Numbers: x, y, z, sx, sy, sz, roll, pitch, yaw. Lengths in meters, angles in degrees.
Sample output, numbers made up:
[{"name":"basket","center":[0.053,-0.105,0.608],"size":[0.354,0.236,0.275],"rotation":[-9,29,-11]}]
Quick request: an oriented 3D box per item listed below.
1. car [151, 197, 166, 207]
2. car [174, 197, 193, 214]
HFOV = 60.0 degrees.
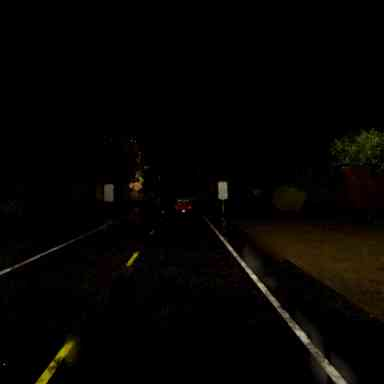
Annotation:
[{"name":"car","center":[-4.759,1.387,48.057],"size":[1.994,1.385,4.181],"rotation":[-1,0,-2]},{"name":"car","center":[-0.837,1.477,33.152],"size":[1.895,1.301,4.718],"rotation":[-1,0,-1]}]
